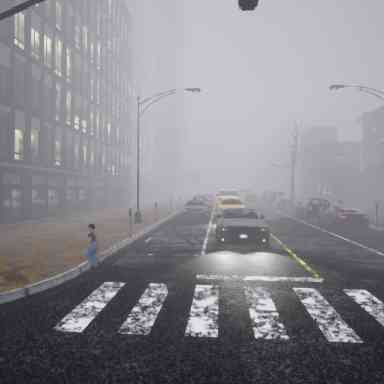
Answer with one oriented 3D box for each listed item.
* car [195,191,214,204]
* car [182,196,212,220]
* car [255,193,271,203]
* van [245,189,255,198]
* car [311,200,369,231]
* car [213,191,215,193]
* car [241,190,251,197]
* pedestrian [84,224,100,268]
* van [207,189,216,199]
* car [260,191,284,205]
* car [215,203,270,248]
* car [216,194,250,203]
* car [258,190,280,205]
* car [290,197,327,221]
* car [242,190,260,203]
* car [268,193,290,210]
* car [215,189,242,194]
[{"bbox_3d":[0.749,1.015,29.975,1.967,1.590,4.097,1,1,5],"label":"car"},{"bbox_3d":[0.286,1.226,24.451,1.802,1.307,4.206,1,1,5],"label":"car"},{"bbox_3d":[10.956,0.848,51.559,1.752,1.417,4.829,1,1,5],"label":"car"},{"bbox_3d":[12.787,0.357,73.494,1.690,1.788,3.998,1,1,5],"label":"van"},{"bbox_3d":[8.176,1.338,18.226,1.802,1.307,4.206,1,1,5],"label":"car"},{"bbox_3d":[2.128,0.940,46.558,1.802,1.307,4.206,1,1,5],"label":"car"},{"bbox_3d":[13.707,0.297,84.548,1.967,1.590,4.097,1,1,5],"label":"car"},{"bbox_3d":[-2.628,1.379,8.974,0.375,1.300,0.375,1,0,5],"label":"pedestrian"},{"bbox_3d":[3.976,0.393,68.662,1.690,1.788,3.998,1,1,5],"label":"van"},{"bbox_3d":[10.023,0.788,40.330,2.192,1.841,5.009,1,1,5],"label":"car"},{"bbox_3d":[1.980,1.353,13.679,1.994,1.385,4.181,0,1,5],"label":"car"},{"bbox_3d":[2.838,1.138,24.010,1.882,1.535,5.008,0,1,5],"label":"car"},{"bbox_3d":[10.485,0.715,45.860,2.192,1.841,5.009,1,1,5],"label":"car"},{"bbox_3d":[8.639,1.127,23.754,1.967,1.590,4.097,1,1,5],"label":"car"},{"bbox_3d":[7.650,0.922,43.784,1.837,1.490,4.892,0,1,5],"label":"car"},{"bbox_3d":[9.559,1.096,34.808,2.008,1.369,4.403,1,1,5],"label":"car"},{"bbox_3d":[3.739,0.746,34.657,2.150,2.045,5.566,0,1,5],"label":"car"}]
